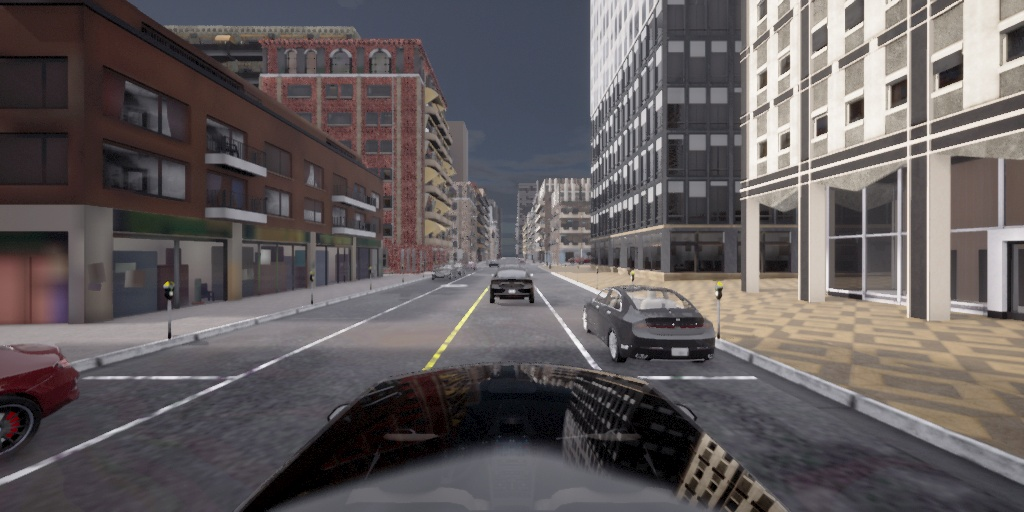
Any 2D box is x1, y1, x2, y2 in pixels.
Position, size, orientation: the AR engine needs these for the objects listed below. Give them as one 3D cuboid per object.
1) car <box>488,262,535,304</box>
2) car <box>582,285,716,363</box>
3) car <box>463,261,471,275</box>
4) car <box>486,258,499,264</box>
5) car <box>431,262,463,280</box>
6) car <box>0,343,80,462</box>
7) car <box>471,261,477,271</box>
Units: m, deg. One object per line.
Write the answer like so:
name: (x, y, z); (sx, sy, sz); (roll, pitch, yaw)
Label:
car: (0.000, 1.236, 16.500); (1.882, 1.535, 5.008); (0, 0, 0)
car: (2.689, 1.299, 7.919); (2.007, 1.370, 4.403); (0, 0, 0)
car: (-5.690, 1.308, 36.161); (2.007, 1.370, 4.403); (0, 0, 0)
car: (-3.001, 1.431, 61.470); (1.895, 1.301, 4.718); (0, 0, 0)
car: (-5.691, 1.305, 30.513); (2.007, 1.370, 4.403); (0, 0, 0)
car: (-5.691, 1.329, 2.270); (1.802, 1.307, 4.207); (0, 0, 0)
car: (-5.741, 1.346, 49.078); (1.802, 1.307, 4.207); (0, 0, 0)
